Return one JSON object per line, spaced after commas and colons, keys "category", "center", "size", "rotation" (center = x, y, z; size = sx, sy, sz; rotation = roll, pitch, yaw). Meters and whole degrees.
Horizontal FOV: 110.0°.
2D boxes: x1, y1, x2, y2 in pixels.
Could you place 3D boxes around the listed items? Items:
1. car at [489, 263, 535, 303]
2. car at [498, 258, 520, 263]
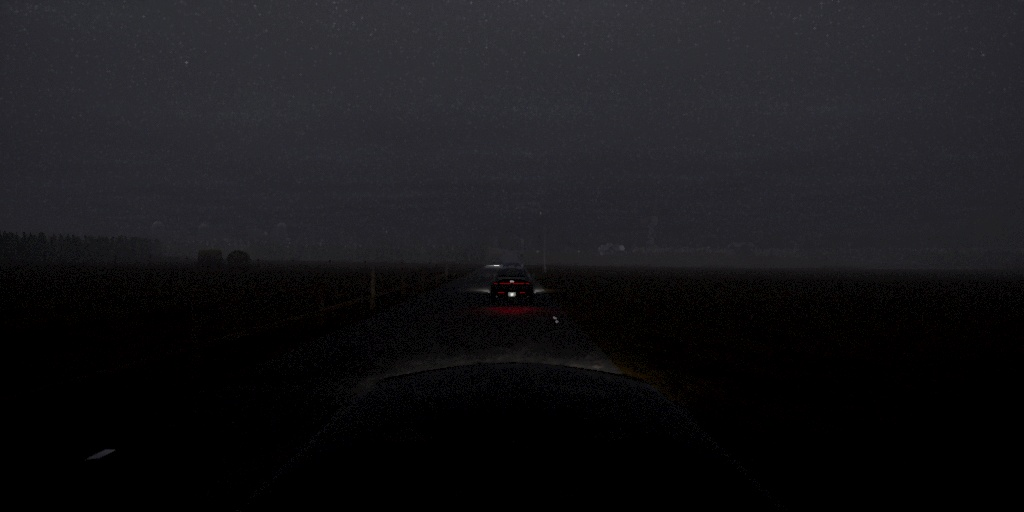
{"category": "car", "center": [0.000, 1.250, 16.499], "size": [1.837, 1.490, 4.892], "rotation": [0, 0, 0]}
{"category": "car", "center": [0.000, 1.187, 31.498], "size": [1.882, 1.535, 5.008], "rotation": [0, 0, 0]}
